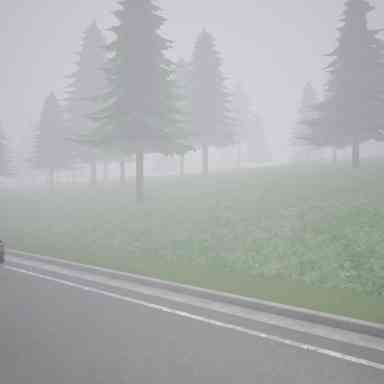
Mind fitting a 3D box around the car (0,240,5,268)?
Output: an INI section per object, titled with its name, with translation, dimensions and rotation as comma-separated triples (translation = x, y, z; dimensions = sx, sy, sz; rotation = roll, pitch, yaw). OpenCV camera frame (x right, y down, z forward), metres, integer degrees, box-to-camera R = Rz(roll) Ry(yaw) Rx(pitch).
[car]
translation = -6.906, 1.491, 8.921
dimensions = 4.902, 1.511, 2.128
rotation = 0, 0, 36
